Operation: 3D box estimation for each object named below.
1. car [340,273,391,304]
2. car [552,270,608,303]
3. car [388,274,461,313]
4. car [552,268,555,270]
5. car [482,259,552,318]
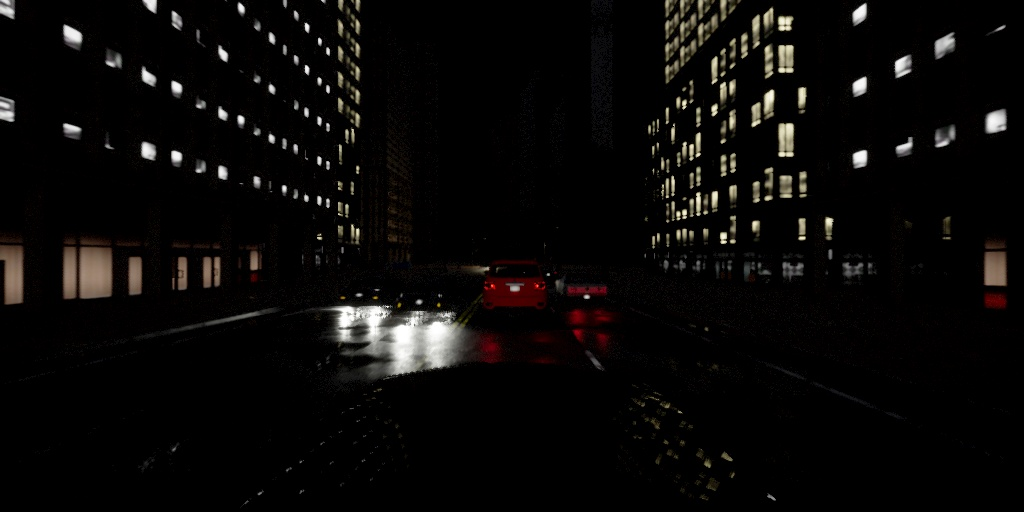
[{"bbox_3d":[-6.593,1.513,17.446,1.994,1.385,4.181,0,-1,0],"label":"car"},{"bbox_3d":[3.355,1.561,18.232,1.895,1.301,4.718,0,-1,0],"label":"car"},{"bbox_3d":[-3.343,1.482,14.888,1.994,1.385,4.181,0,-1,0],"label":"car"},{"bbox_3d":[3.364,1.729,35.288,1.994,1.385,4.181,0,-1,0],"label":"car"},{"bbox_3d":[0.098,1.128,13.823,2.150,2.045,5.566,0,0,0],"label":"car"}]
